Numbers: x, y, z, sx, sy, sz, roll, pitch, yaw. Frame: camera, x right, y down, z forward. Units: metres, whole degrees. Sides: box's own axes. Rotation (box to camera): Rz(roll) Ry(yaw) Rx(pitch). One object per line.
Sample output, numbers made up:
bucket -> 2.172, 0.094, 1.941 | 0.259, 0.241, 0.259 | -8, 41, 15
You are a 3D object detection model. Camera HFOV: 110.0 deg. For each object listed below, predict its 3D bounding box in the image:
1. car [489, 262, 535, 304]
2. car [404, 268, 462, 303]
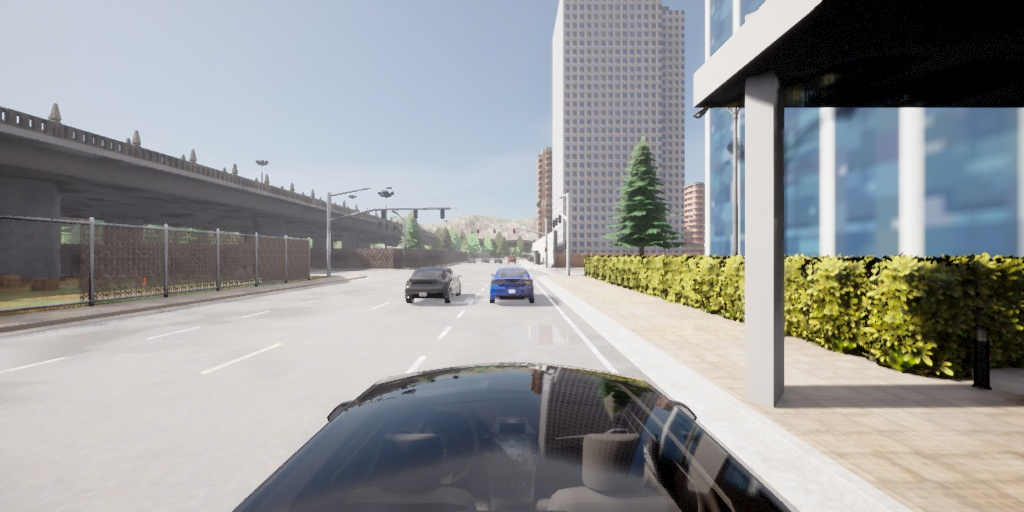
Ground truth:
car -> 0.000, 1.233, 16.500 | 1.882, 1.535, 5.008 | 0, 0, 0
car -> -3.500, 1.264, 16.500 | 1.837, 1.490, 4.892 | 0, 0, 0
